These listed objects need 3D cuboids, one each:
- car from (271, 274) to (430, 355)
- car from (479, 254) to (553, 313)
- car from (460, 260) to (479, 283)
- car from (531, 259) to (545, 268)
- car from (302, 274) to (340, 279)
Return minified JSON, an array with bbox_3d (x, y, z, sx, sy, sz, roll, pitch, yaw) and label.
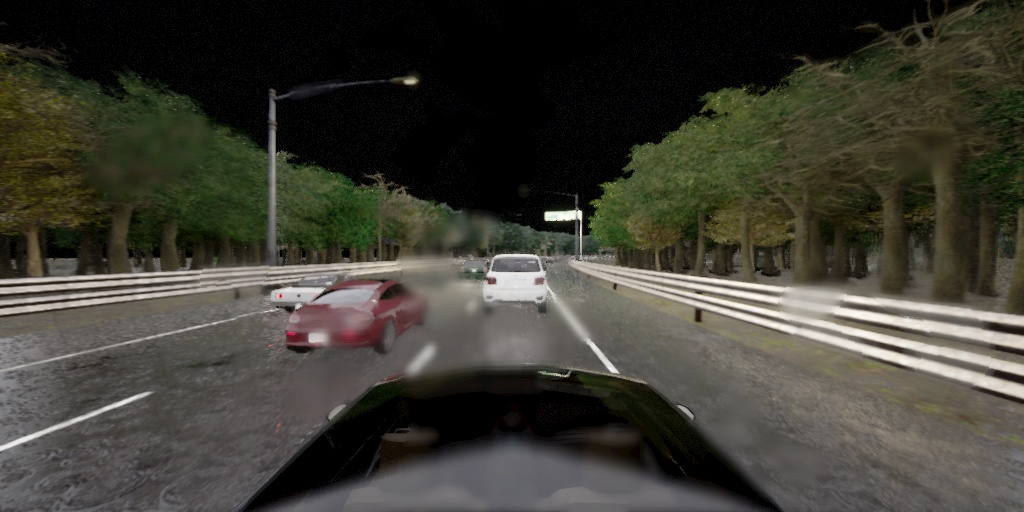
[{"bbox_3d":[-3.311,1.256,8.518,1.812,1.442,4.674,0,0,1],"label":"car"},{"bbox_3d":[0.205,0.952,13.983,2.150,2.045,5.566,0,0,2],"label":"car"},{"bbox_3d":[-2.535,1.049,27.228,2.097,1.767,4.553,0,0,3],"label":"car"},{"bbox_3d":[4.406,1.166,60.484,2.033,1.411,5.357,0,0,9],"label":"car"},{"bbox_3d":[-6.699,1.314,13.666,1.895,1.301,4.718,0,0,2],"label":"car"}]
